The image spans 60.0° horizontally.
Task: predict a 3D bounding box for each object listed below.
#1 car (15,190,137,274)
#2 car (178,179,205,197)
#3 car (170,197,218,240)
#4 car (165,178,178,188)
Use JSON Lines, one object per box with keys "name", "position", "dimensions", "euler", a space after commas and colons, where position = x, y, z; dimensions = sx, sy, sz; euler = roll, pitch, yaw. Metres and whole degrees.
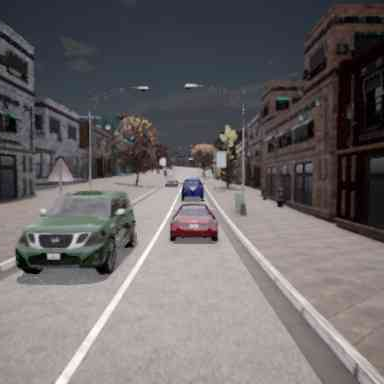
{"name": "car", "position": [-3.111, 1.009, 10.216], "dimensions": [2.150, 2.045, 5.566], "euler": [0, 2, 0]}
{"name": "car", "position": [0.064, -0.335, 32.984], "dimensions": [2.150, 2.045, 5.566], "euler": [0, 4, 0]}
{"name": "car", "position": [0.085, 1.184, 14.694], "dimensions": [1.994, 1.385, 4.181], "euler": [0, 3, 0]}
{"name": "car", "position": [-3.117, -1.460, 52.737], "dimensions": [1.994, 1.385, 4.181], "euler": [0, 4, 0]}
